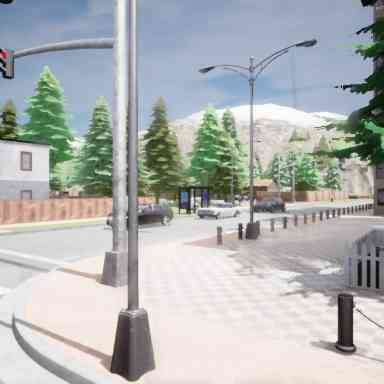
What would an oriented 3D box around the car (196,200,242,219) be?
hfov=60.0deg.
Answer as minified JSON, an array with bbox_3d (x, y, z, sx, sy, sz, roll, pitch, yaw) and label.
[{"bbox_3d":[2.412,1.586,28.616,1.895,1.301,4.718,0,0,37],"label":"car"}]

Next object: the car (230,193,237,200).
[{"bbox_3d":[10.741,1.146,79.113,1.905,1.878,3.866,0,0,36],"label":"car"}]

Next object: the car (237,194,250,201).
[{"bbox_3d":[13.005,1.144,77.953,1.932,1.855,4.605,0,0,36],"label":"car"}]

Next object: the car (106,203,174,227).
[{"bbox_3d":[-3.209,1.476,21.227,2.128,1.511,4.902,0,0,37],"label":"car"}]

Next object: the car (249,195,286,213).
[{"bbox_3d":[8.606,1.337,36.723,2.097,1.767,4.553,0,0,38],"label":"car"}]
